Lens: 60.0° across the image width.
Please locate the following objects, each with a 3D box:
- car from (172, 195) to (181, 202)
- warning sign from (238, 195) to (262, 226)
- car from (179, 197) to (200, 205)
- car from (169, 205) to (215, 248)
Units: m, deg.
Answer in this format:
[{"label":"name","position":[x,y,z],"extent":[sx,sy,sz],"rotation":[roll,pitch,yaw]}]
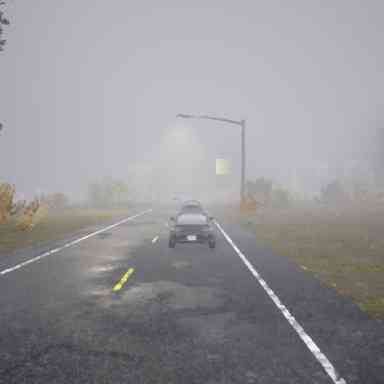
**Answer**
[{"label":"car","position":[-3.499,1.507,76.757],"extent":[2.033,1.411,5.357],"rotation":[0,0,0]},{"label":"warning sign","position":[3.537,1.116,20.390],"extent":[1.300,1.860,1.060],"rotation":[-1,-1,0]},{"label":"car","position":[0.000,1.517,29.626],"extent":[1.837,1.490,4.892],"rotation":[0,0,0]},{"label":"car","position":[0.001,1.535,14.625],"extent":[1.812,1.442,4.674],"rotation":[0,0,0]}]
